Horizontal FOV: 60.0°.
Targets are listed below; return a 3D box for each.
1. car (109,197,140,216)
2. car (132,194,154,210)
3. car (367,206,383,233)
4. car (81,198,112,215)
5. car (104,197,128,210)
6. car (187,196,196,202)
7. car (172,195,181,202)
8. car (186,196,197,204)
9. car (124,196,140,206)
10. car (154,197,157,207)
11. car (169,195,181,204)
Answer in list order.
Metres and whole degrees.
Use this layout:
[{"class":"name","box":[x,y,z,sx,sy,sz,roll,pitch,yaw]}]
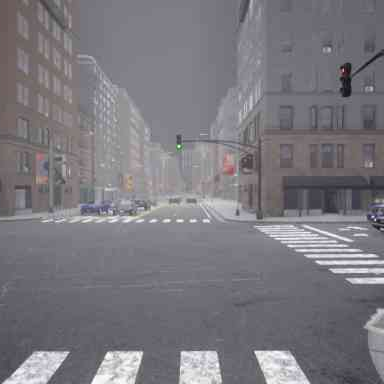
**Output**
[{"class":"car","box":[-6.635,1.532,33.306,1.812,1.442,4.674,0,0,-2]},{"class":"car","box":[-6.645,1.235,43.008,2.150,2.045,5.566,0,0,0]},{"class":"car","box":[11.630,1.524,16.506,4.718,1.301,1.895,0,0,-1]},{"class":"car","box":[-9.879,1.484,34.193,1.882,1.535,5.008,0,0,0]},{"class":"car","box":[-9.894,1.506,43.696,2.128,1.511,4.902,0,0,0]},{"class":"car","box":[-0.094,1.542,73.175,1.994,1.385,4.181,0,0,0]},{"class":"car","box":[-3.344,1.468,73.171,1.882,1.535,5.008,0,0,0]},{"class":"car","box":[-0.081,1.512,62.725,1.882,1.535,5.008,0,0,0]},{"class":"car","box":[-9.909,1.530,55.137,1.837,1.490,4.892,0,0,0]},{"class":"car","box":[-6.660,1.515,53.167,2.128,1.511,4.902,0,0,0]},{"class":"car","box":[-3.331,1.512,62.755,1.882,1.535,5.008,0,0,0]}]
